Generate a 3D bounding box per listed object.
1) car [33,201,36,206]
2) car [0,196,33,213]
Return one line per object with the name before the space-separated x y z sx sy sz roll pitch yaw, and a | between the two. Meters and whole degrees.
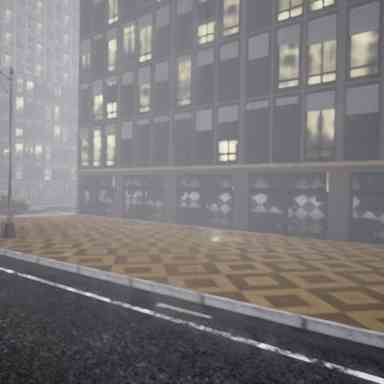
car | -22.655 1.361 42.717 1.752 1.417 4.829 1 0 37
car | -19.200 1.291 33.326 2.192 1.841 5.009 1 0 37
